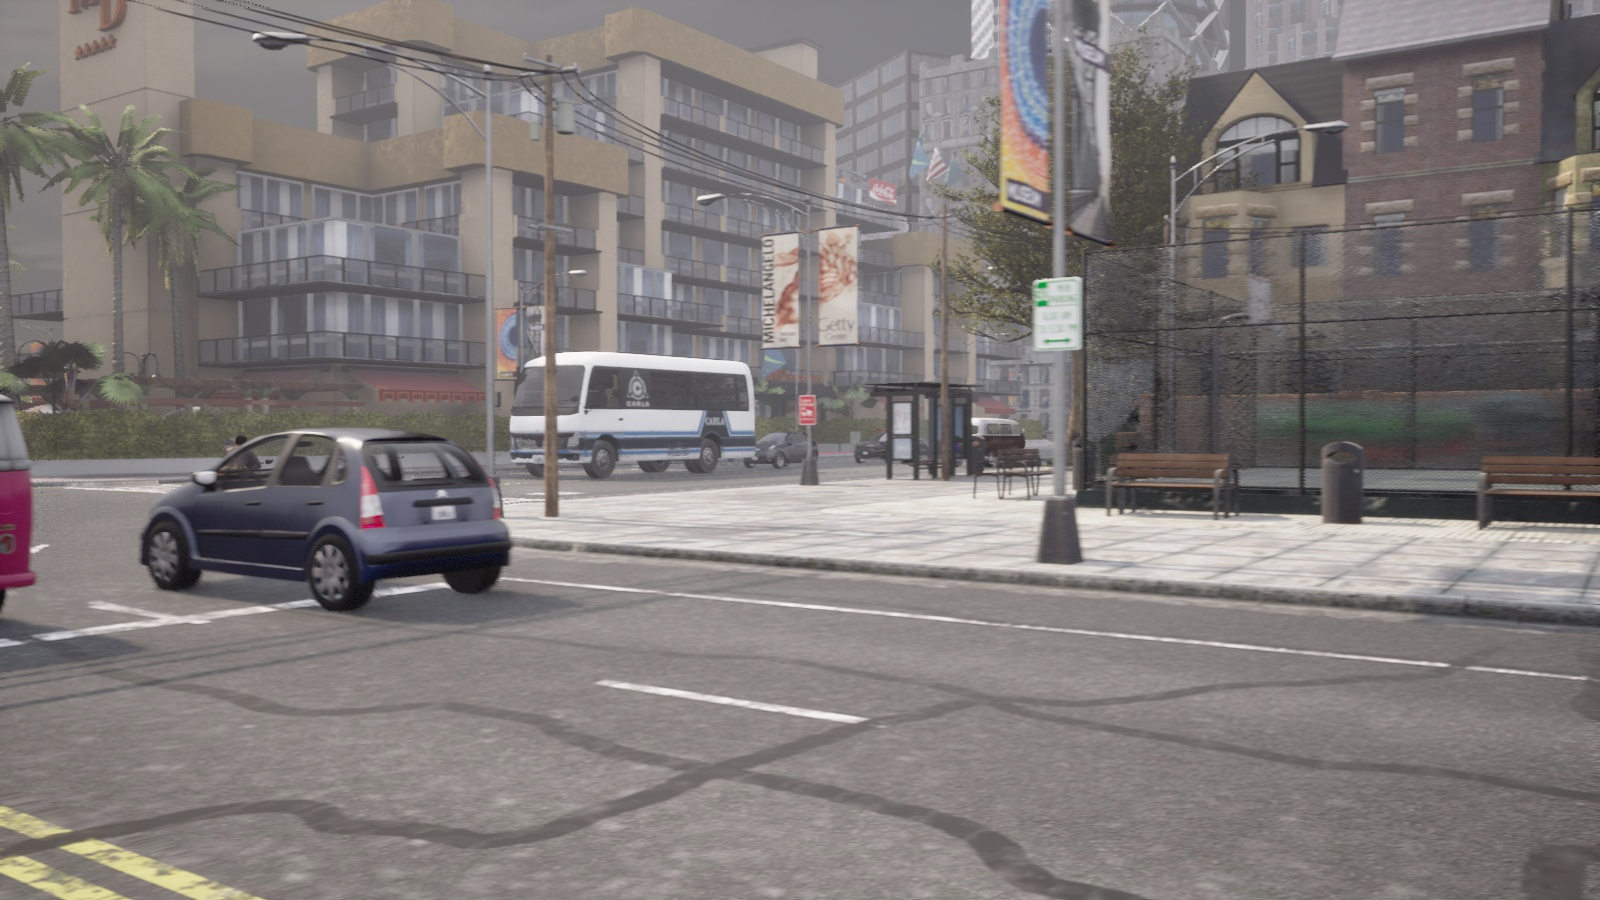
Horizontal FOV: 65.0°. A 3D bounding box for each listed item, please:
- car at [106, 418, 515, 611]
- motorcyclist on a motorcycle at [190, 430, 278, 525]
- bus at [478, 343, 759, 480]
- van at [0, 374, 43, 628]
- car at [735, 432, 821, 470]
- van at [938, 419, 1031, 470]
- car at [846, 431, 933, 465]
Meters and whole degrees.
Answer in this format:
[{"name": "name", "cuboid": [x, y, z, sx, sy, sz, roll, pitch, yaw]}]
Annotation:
[{"name": "car", "cuboid": [-4.909, 0.507, 12.449, 3.988, 1.617, 1.851, 1, 1, 34]}, {"name": "motorcyclist on a motorcycle", "cuboid": [-9.614, 0.430, 21.399, 0.797, 1.523, 2.044, 1, 1, -8]}, {"name": "bus", "cuboid": [-6.059, -1.283, 44.349, 3.944, 4.253, 10.273, 1, 1, 34]}, {"name": "van", "cuboid": [-8.418, 0.378, 10.610, 4.442, 1.987, 1.775, 1, 1, 34]}, {"name": "car", "cuboid": [-0.875, 0.004, 52.022, 1.845, 1.501, 3.633, 1, 1, 34]}, {"name": "van", "cuboid": [7.761, -0.262, 52.515, 2.069, 2.038, 4.480, 1, 1, 34]}, {"name": "car", "cuboid": [4.334, -0.136, 59.758, 1.882, 1.535, 5.008, 1, 1, 34]}]
